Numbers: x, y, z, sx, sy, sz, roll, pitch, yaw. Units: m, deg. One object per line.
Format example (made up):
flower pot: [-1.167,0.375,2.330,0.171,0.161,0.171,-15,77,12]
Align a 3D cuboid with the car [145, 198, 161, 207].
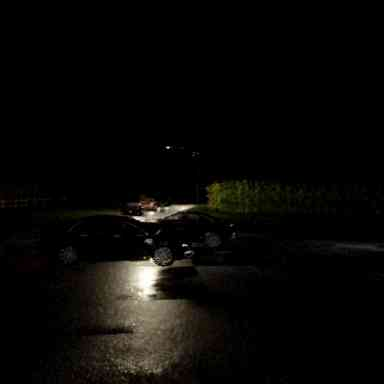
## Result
car: [-5.804,1.626,44.169,2.097,1.767,4.553,0,-1,3]

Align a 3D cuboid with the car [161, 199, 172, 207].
car: [-4.753,1.927,58.116,1.812,1.442,4.674,0,0,7]

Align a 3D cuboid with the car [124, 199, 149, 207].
car: [-5.964,1.761,34.245,1.994,1.385,4.181,0,0,0]

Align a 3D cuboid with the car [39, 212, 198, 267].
car: [-2.402,1.560,11.022,4.892,1.490,1.837,1,0,-3]

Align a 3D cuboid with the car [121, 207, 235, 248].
car: [-0.538,1.612,14.827,4.902,1.511,2.128,1,-1,-3]
